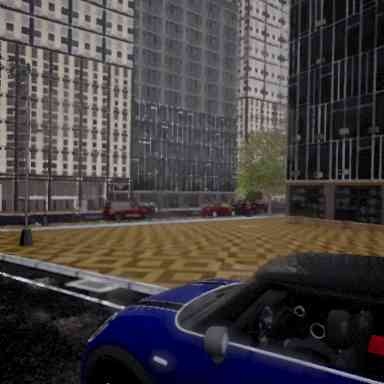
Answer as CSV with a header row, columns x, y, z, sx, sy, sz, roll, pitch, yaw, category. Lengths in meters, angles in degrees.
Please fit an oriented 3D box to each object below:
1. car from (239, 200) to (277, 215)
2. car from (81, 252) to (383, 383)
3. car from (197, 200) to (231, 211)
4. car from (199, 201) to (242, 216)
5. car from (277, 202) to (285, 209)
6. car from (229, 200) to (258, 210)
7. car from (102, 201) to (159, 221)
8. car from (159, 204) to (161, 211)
x,y,z,sx,sy,sz,roll,pitch,yaw,category
7.816,1.885,41.873,5.009,1.841,2.192,0,1,-34,car
1.097,1.355,2.902,4.553,1.767,2.097,0,0,35,car
3.222,1.930,48.282,4.829,1.417,1.752,0,1,-34,car
3.135,2.080,38.674,4.507,1.381,1.887,0,1,-34,car
12.717,2.057,54.784,4.206,1.307,1.802,0,1,-34,car
8.040,2.006,51.582,4.313,1.339,1.947,0,1,-34,car
-6.217,1.781,32.266,5.009,1.841,2.192,0,1,-34,car
-5.993,1.888,41.974,4.403,1.369,2.008,0,1,-34,car
